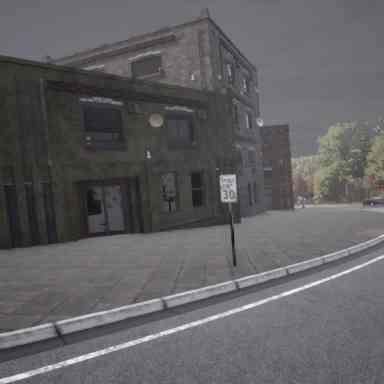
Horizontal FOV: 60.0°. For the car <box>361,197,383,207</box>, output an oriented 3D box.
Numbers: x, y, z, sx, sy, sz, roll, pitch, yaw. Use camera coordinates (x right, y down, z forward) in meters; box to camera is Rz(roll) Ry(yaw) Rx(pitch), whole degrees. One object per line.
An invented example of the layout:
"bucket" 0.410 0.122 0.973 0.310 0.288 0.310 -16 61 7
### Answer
"car" 28.690 1.491 52.811 1.882 1.535 5.008 -5 -2 -1
